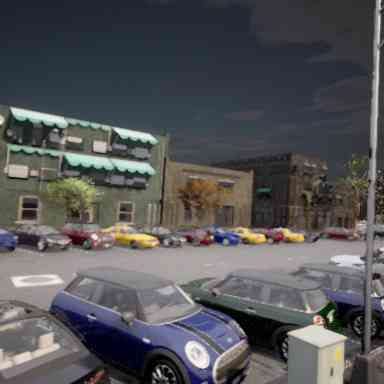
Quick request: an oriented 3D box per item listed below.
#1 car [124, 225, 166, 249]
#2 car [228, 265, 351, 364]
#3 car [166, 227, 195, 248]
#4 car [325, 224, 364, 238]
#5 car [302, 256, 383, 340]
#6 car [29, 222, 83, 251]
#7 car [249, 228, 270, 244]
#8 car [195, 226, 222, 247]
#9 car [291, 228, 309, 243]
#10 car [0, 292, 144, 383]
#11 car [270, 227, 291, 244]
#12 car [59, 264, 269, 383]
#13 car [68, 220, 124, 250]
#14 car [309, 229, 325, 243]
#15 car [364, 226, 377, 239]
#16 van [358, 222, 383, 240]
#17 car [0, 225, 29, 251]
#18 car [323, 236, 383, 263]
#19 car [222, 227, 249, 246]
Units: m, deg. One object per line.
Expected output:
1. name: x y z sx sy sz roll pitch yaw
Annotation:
1. car: -4.883 3.301 25.047 5.366 1.575 1.946 1 -4 34
2. car: 1.482 2.883 8.918 4.553 1.767 2.185 3 -2 34
3. car: -2.650 3.511 26.866 4.892 1.521 2.231 1 -4 34
4. car: 18.900 5.264 42.406 4.553 1.767 2.185 1 -4 34
5. car: 3.929 3.097 10.687 4.553 1.767 2.185 3 -2 34
6. car: -9.835 2.884 21.701 4.892 1.521 2.231 1 -4 34
7. car: 4.387 4.131 32.136 5.366 1.575 1.946 1 -3 34
8. car: -0.276 3.747 28.601 4.792 1.488 2.163 1 -3 34
9. car: 9.179 4.549 35.583 5.366 1.575 1.946 1 -3 34
10. car: -3.441 2.582 5.408 4.892 1.521 2.231 3 -2 34
11. car: 6.943 4.345 33.765 5.008 1.535 2.097 1 -3 34
12. car: -1.014 2.668 7.197 4.553 1.767 2.185 3 -2 34
13. car: -7.454 2.967 23.447 4.553 1.767 2.185 1 -4 34
14. car: 11.757 4.794 37.199 4.792 1.488 2.163 1 -4 34
15. car: 21.320 5.600 44.109 4.892 1.521 2.231 1 -3 34
16. van: 26.018 5.788 47.628 4.442 1.987 1.878 1 -3 34
17. car: -12.229 2.714 19.972 4.674 1.452 2.002 1 -3 34
18. car: 8.781 3.396 14.238 5.566 2.045 2.435 3 -2 34
19. car: 2.143 3.927 30.308 5.008 1.535 2.097 1 -4 35
